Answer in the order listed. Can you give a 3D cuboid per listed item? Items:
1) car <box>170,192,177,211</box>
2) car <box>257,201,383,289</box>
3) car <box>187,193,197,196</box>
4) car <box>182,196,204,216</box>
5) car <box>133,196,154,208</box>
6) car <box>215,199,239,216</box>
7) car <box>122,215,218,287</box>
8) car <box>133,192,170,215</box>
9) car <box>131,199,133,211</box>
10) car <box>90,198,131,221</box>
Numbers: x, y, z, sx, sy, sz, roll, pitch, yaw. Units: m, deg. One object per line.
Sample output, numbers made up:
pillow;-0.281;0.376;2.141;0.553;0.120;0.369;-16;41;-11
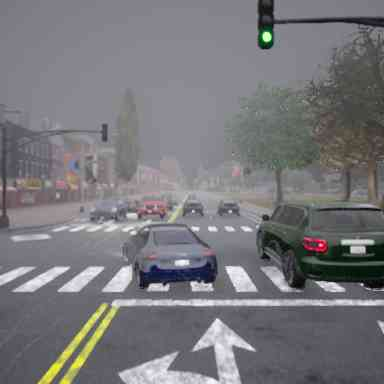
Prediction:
car;-3.328;1.057;39.336;2.150;2.045;5.566;0;1;1
car;3.347;1.244;9.389;2.150;2.045;5.566;0;0;0
car;0.006;0.990;68.439;2.128;1.511;4.902;0;1;0
car;0.104;1.423;31.810;1.837;1.490;4.892;0;1;0
car;-6.555;1.306;45.630;2.033;1.411;5.357;0;1;1
car;3.354;1.425;31.620;1.837;1.490;4.892;0;1;0
car;-0.777;1.585;9.553;1.994;1.385;4.181;0;0;-16
car;-3.353;1.164;28.973;2.150;2.045;5.566;0;0;0
car;-6.590;1.445;35.299;1.994;1.385;4.181;0;1;0
car;-6.596;1.312;26.698;2.097;1.767;4.553;0;0;0
